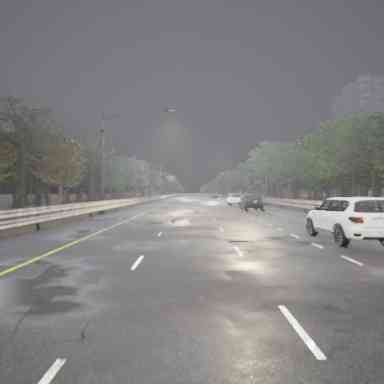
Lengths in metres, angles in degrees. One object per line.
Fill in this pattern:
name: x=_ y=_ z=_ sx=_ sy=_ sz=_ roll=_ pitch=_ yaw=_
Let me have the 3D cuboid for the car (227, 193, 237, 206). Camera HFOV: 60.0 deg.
car: x=7.179 y=1.293 z=56.350 sx=2.150 sy=2.045 sz=5.566 roll=0 pitch=0 yaw=0

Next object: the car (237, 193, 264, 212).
car: x=7.093 y=1.256 z=39.715 sx=2.150 sy=2.045 sz=5.566 roll=0 pitch=0 yaw=0

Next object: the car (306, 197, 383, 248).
car: x=7.017 y=1.230 z=15.060 sx=2.150 sy=2.045 sz=5.566 roll=0 pitch=0 yaw=0
